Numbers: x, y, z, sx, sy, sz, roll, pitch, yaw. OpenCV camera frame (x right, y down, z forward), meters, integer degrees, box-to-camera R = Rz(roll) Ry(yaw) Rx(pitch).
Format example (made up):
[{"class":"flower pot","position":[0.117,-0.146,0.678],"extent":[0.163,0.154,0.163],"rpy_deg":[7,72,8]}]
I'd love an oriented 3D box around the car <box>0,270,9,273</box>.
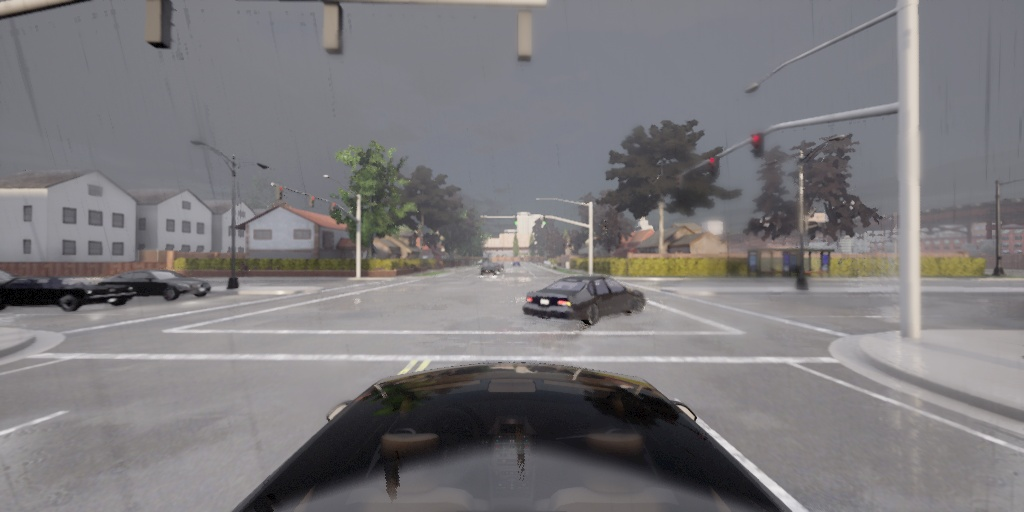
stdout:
[{"class":"car","position":[-26.763,1.351,17.963],"extent":[5.008,1.535,1.882],"rpy_deg":[0,0,1]}]

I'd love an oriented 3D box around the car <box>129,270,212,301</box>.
[{"class":"car","position":[-17.701,1.398,17.839],"extent":[4.674,1.442,1.812],"rpy_deg":[0,0,1]}]

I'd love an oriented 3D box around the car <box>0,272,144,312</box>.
[{"class":"car","position":[-18.086,1.447,14.312],"extent":[4.718,1.301,1.895],"rpy_deg":[0,0,1]}]

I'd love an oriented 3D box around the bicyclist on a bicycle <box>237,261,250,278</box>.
[{"class":"bicyclist on a bicycle","position":[-26.517,1.307,35.444],"extent":[0.582,1.620,1.656],"rpy_deg":[0,0,1]}]

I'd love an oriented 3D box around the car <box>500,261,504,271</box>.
[{"class":"car","position":[-2.712,1.705,55.709],"extent":[2.033,1.411,5.357],"rpy_deg":[0,0,1]}]

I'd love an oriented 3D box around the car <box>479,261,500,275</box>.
[{"class":"car","position":[-2.833,1.575,43.999],"extent":[1.837,1.490,4.892],"rpy_deg":[0,0,0]}]

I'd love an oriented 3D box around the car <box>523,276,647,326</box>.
[{"class":"car","position":[2.662,1.377,12.158],"extent":[2.033,1.411,5.357],"rpy_deg":[-1,-1,43]}]
